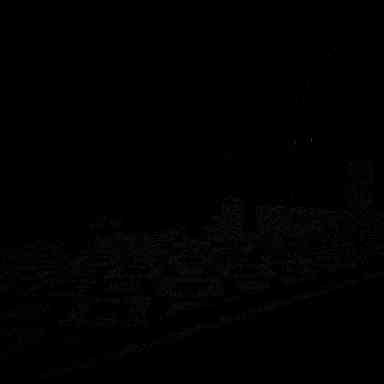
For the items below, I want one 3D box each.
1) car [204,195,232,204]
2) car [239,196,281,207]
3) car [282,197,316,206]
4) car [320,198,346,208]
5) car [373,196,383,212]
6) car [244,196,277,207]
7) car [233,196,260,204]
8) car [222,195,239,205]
[{"bbox_3d":[4.483,1.297,58.373,2.033,1.411,5.357,1,-1,-35],"label":"car"},{"bbox_3d":[8.640,1.187,42.618,1.887,1.381,4.507,1,-1,-36],"label":"car"},{"bbox_3d":[15.566,1.352,47.586,1.947,1.339,4.313,1,-1,-36],"label":"car"},{"bbox_3d":[18.767,1.365,43.129,1.802,1.307,4.206,1,-1,-36],"label":"car"},{"bbox_3d":[18.226,1.072,29.273,1.967,1.590,4.097,1,-1,-37],"label":"car"},{"bbox_3d":[9.469,1.253,46.041,1.994,1.385,4.181,1,-1,-36],"label":"car"},{"bbox_3d":[9.166,1.344,56.500,2.008,1.369,4.403,1,-1,-36],"label":"car"},{"bbox_3d":[5.539,1.171,46.938,1.752,1.417,4.829,1,-1,-36],"label":"car"}]
